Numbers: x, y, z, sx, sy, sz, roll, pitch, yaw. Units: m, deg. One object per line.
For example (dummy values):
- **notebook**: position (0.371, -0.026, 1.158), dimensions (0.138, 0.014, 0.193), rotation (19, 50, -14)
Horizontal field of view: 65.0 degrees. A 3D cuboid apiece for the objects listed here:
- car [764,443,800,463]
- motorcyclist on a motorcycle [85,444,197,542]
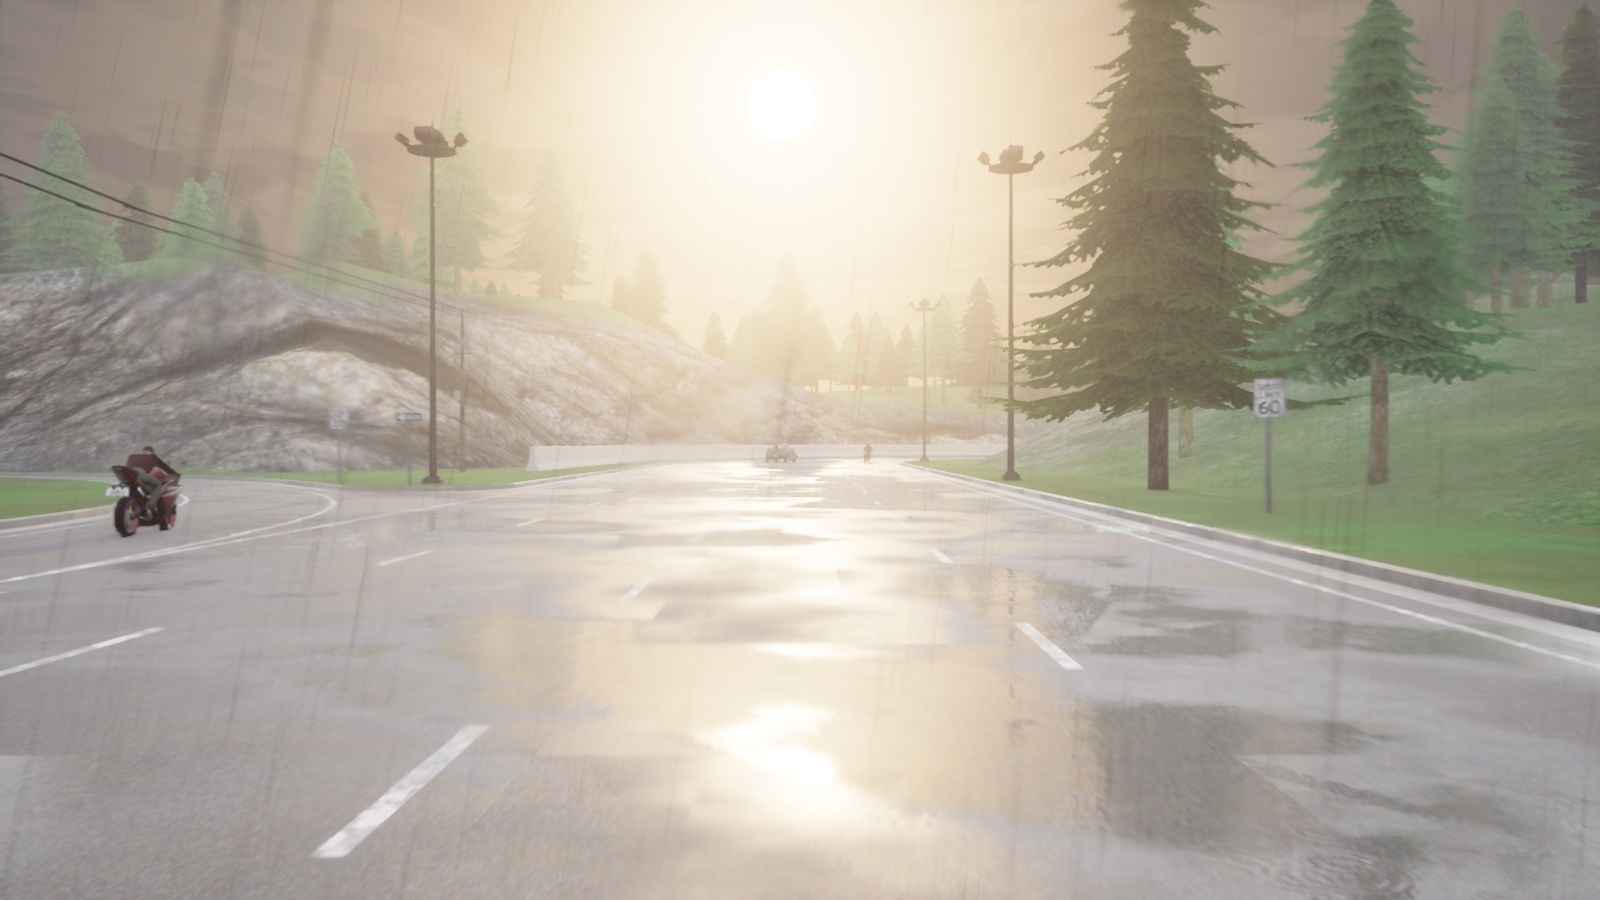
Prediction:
- **car**: position (-1.324, 0.233, 96.254), dimensions (1.845, 1.501, 3.633), rotation (0, 0, 15)
- **motorcyclist on a motorcycle**: position (-10.836, 0.660, 20.748), dimensions (0.866, 1.530, 2.191), rotation (0, 0, -5)
